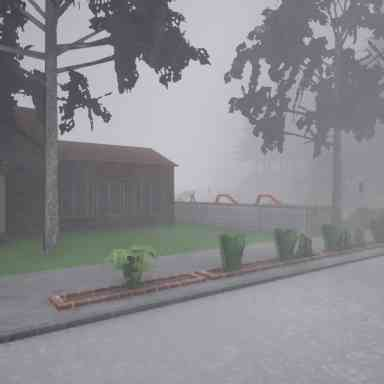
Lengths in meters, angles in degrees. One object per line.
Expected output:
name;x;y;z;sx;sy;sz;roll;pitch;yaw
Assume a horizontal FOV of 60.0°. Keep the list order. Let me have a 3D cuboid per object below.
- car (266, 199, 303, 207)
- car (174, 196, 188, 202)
car;10.355;1.526;37.667;1.812;1.442;4.674;0;0;-35
car;-2.348;1.508;55.678;1.837;1.490;4.892;0;0;-35
